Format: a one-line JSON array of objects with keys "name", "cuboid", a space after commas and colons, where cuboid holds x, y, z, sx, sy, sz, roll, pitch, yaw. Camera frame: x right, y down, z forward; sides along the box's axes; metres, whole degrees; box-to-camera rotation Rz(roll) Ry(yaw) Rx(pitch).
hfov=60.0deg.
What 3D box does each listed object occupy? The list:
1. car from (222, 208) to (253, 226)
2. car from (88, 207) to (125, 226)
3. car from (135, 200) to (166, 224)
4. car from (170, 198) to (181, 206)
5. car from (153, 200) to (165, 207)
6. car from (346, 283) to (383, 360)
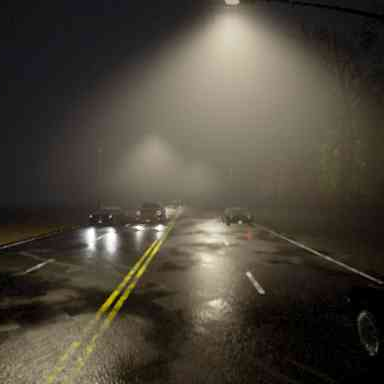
[{"name": "car", "cuboid": [3.364, 1.852, 25.607, 1.895, 1.301, 4.718, -1, -1, 0]}, {"name": "car", "cuboid": [-6.605, 1.862, 26.187, 1.895, 1.301, 4.718, 0, -1, 0]}, {"name": "car", "cuboid": [-3.354, 1.627, 27.594, 2.097, 1.767, 4.553, 0, -1, 0]}, {"name": "car", "cuboid": [-3.266, 1.970, 68.338, 2.097, 1.767, 4.553, 0, 0, 0]}, {"name": "car", "cuboid": [-6.516, 2.213, 66.505, 1.895, 1.301, 4.718, 0, 0, 0]}, {"name": "car", "cuboid": [3.350, 1.632, 3.115, 1.895, 1.301, 4.718, 0, 0, 0]}]
